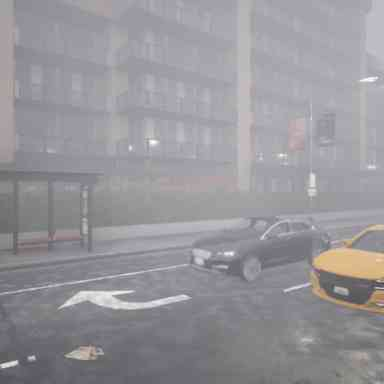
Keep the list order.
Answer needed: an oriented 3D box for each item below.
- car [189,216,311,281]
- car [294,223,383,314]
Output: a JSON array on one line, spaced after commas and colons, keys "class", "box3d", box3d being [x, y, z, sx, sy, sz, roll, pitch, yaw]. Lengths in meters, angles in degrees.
[{"class": "car", "box3d": [2.167, 1.490, 9.893, 4.902, 1.511, 2.128, 0, 0, -36]}, {"class": "car", "box3d": [4.678, 1.477, 7.400, 5.008, 1.535, 1.882, 0, 0, -36]}]
